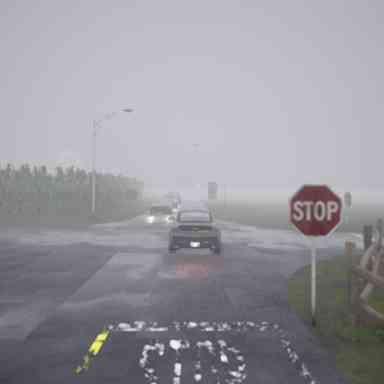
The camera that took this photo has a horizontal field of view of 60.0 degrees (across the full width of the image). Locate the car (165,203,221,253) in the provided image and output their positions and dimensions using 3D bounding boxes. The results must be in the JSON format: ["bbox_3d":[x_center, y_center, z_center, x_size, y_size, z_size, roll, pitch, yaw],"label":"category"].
[{"bbox_3d":[0.104,1.435,13.400,1.837,1.490,4.892,0,1,0],"label":"car"}]

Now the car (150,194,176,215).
[{"bbox_3d":[-2.856,1.275,31.817,1.882,1.535,5.008,0,0,0],"label":"car"}]

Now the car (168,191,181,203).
[{"bbox_3d":[-2.852,1.084,42.101,2.097,1.767,4.553,0,0,0],"label":"car"}]
